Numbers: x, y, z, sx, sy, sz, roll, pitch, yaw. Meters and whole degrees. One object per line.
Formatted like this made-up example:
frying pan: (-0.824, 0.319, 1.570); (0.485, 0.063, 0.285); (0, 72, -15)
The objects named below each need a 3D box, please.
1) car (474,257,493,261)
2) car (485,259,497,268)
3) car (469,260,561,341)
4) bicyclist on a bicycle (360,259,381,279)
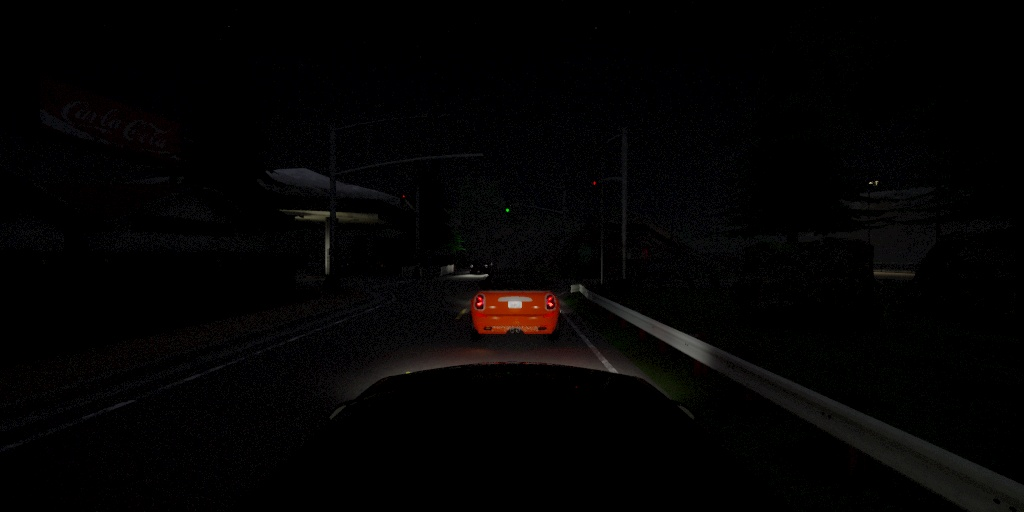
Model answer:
car: (-3.569, 1.102, 40.637); (2.097, 1.767, 4.553); (0, 0, 0)
car: (-3.536, 1.276, 60.766); (1.812, 1.442, 4.674); (0, 0, 0)
car: (0.083, 1.101, 10.070); (2.097, 1.767, 4.553); (0, 0, 0)
bicyclist on a bicycle: (-11.754, 1.097, 29.861); (1.656, 1.620, 0.582); (1, -3, -19)
